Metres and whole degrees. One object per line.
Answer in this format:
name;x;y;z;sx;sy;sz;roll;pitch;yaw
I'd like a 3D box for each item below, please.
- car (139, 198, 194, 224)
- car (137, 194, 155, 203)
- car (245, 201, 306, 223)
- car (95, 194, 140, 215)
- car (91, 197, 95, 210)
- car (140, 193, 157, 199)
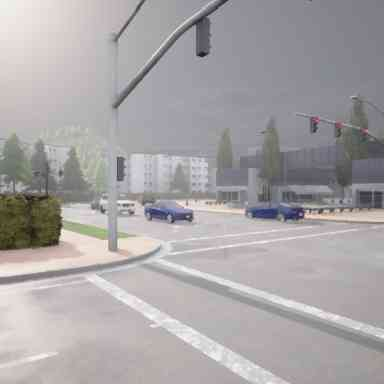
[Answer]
car;-1.815;1.478;25.359;1.882;1.535;5.008;0;0;-37
car;-9.312;1.352;68.117;2.097;1.767;4.553;0;0;15
car;6.410;1.477;26.121;1.882;1.535;5.008;0;0;-38
car;-7.624;1.221;33.538;2.150;2.045;5.566;0;0;-32
car;-11.939;1.352;42.924;2.097;1.767;4.553;0;0;-17
car;-7.243;1.223;56.615;2.150;2.045;5.566;0;0;-1
